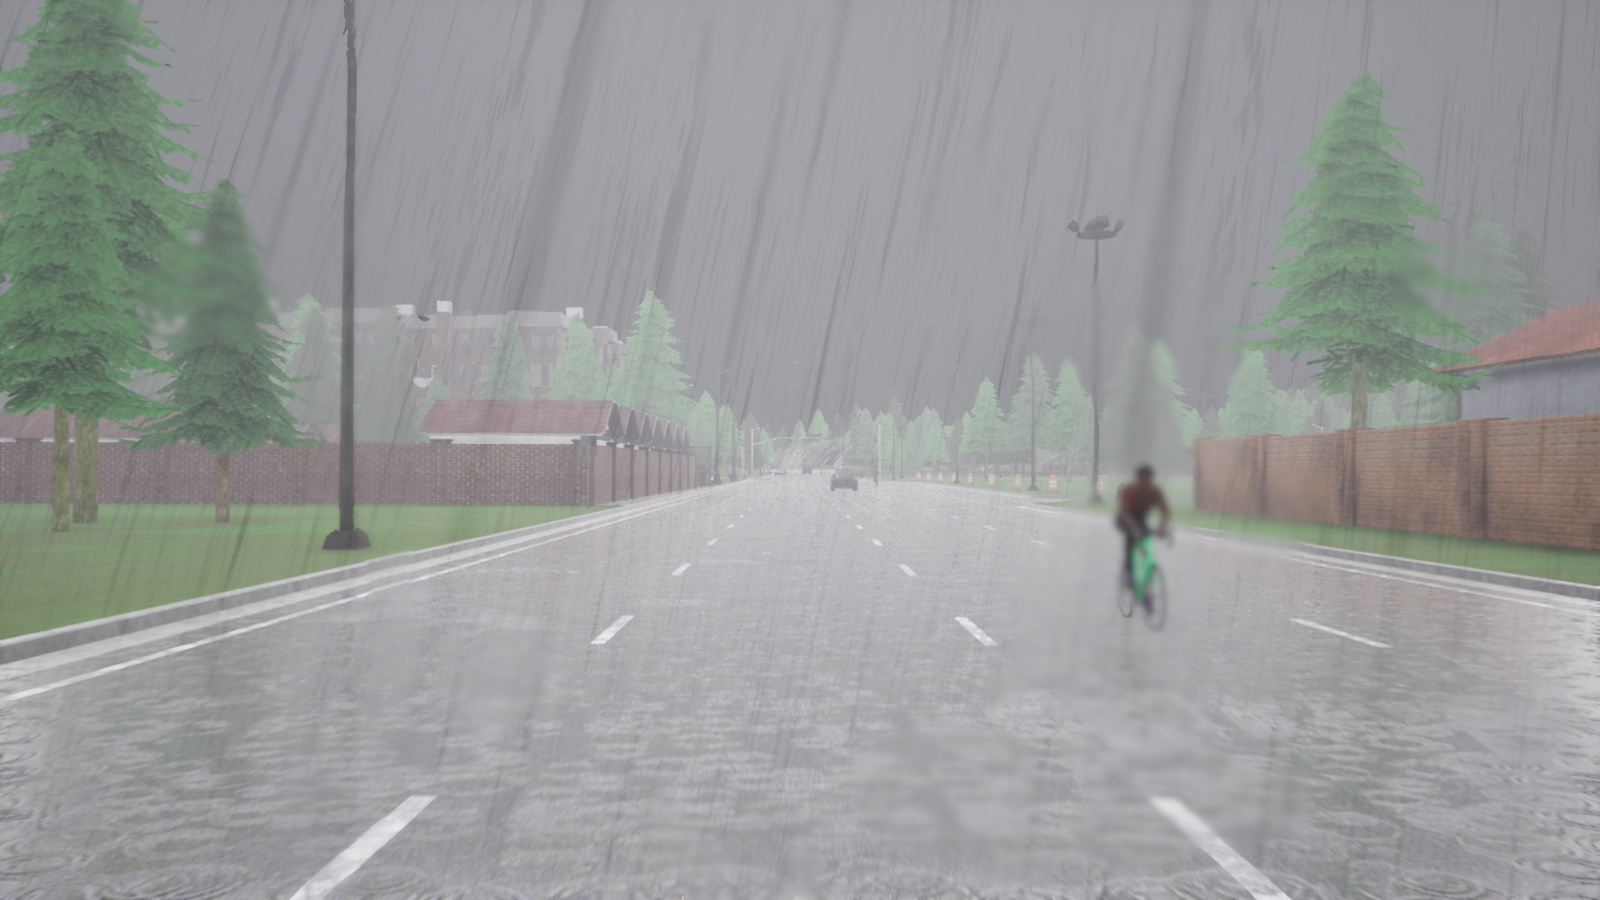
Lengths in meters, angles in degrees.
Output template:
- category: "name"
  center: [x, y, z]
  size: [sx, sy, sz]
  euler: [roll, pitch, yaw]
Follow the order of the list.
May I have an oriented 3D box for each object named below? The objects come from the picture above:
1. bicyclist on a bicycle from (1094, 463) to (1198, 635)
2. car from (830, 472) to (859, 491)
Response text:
- category: "bicyclist on a bicycle"
  center: [3.453, 0.943, 12.666]
  size: [0.582, 1.620, 1.656]
  euler: [0, 0, 0]
- category: "car"
  center: [3.164, 2.270, 90.187]
  size: [1.895, 1.301, 4.718]
  euler: [0, -1, 0]
